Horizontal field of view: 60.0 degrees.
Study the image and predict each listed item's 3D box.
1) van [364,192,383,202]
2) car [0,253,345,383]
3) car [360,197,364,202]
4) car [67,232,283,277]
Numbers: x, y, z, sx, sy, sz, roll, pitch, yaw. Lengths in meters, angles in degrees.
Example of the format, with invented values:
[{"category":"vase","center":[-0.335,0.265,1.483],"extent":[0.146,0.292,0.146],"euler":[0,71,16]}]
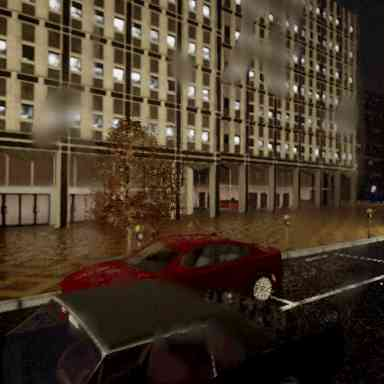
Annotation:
[{"category":"van","center":[30.592,0.867,53.583],"extent":[1.690,1.788,3.998],"euler":[1,0,-36]},{"category":"car","center":[-0.843,1.596,2.777],"extent":[4.718,1.301,1.895],"euler":[0,0,-35]},{"category":"car","center":[34.127,1.199,63.038],"extent":[1.802,1.307,4.206],"euler":[1,0,-36]},{"category":"car","center":[-0.152,1.525,6.433],"extent":[4.507,1.381,1.887],"euler":[0,1,-35]}]
